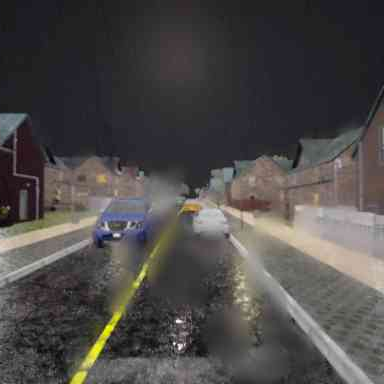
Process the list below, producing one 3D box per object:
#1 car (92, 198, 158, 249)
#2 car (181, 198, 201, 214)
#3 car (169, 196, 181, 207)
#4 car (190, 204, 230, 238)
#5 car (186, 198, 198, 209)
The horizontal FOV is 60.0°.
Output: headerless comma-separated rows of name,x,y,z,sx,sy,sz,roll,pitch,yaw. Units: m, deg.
car,-2.851,1.293,15.351,2.150,2.045,5.566,0,0,0
car,0.019,1.677,39.084,1.882,1.535,5.008,0,0,1
car,-2.800,1.672,58.229,2.097,1.767,4.553,0,0,1
car,0.960,1.611,17.976,1.812,1.442,4.674,0,0,0
car,-0.008,1.782,51.762,1.837,1.490,4.892,0,0,0
